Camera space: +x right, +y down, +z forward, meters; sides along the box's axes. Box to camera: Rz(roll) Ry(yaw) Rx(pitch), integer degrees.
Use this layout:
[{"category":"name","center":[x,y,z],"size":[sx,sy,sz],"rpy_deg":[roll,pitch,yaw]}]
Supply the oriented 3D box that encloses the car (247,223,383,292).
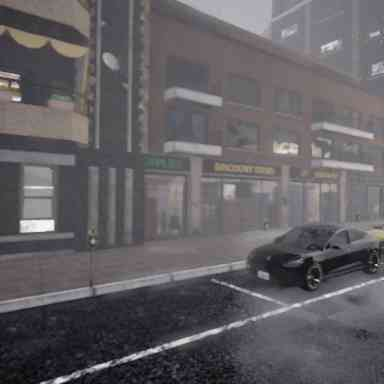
[{"category":"car","center":[3.443,1.567,9.008],"size":[4.313,1.339,1.947],"rpy_deg":[0,1,-36]}]
